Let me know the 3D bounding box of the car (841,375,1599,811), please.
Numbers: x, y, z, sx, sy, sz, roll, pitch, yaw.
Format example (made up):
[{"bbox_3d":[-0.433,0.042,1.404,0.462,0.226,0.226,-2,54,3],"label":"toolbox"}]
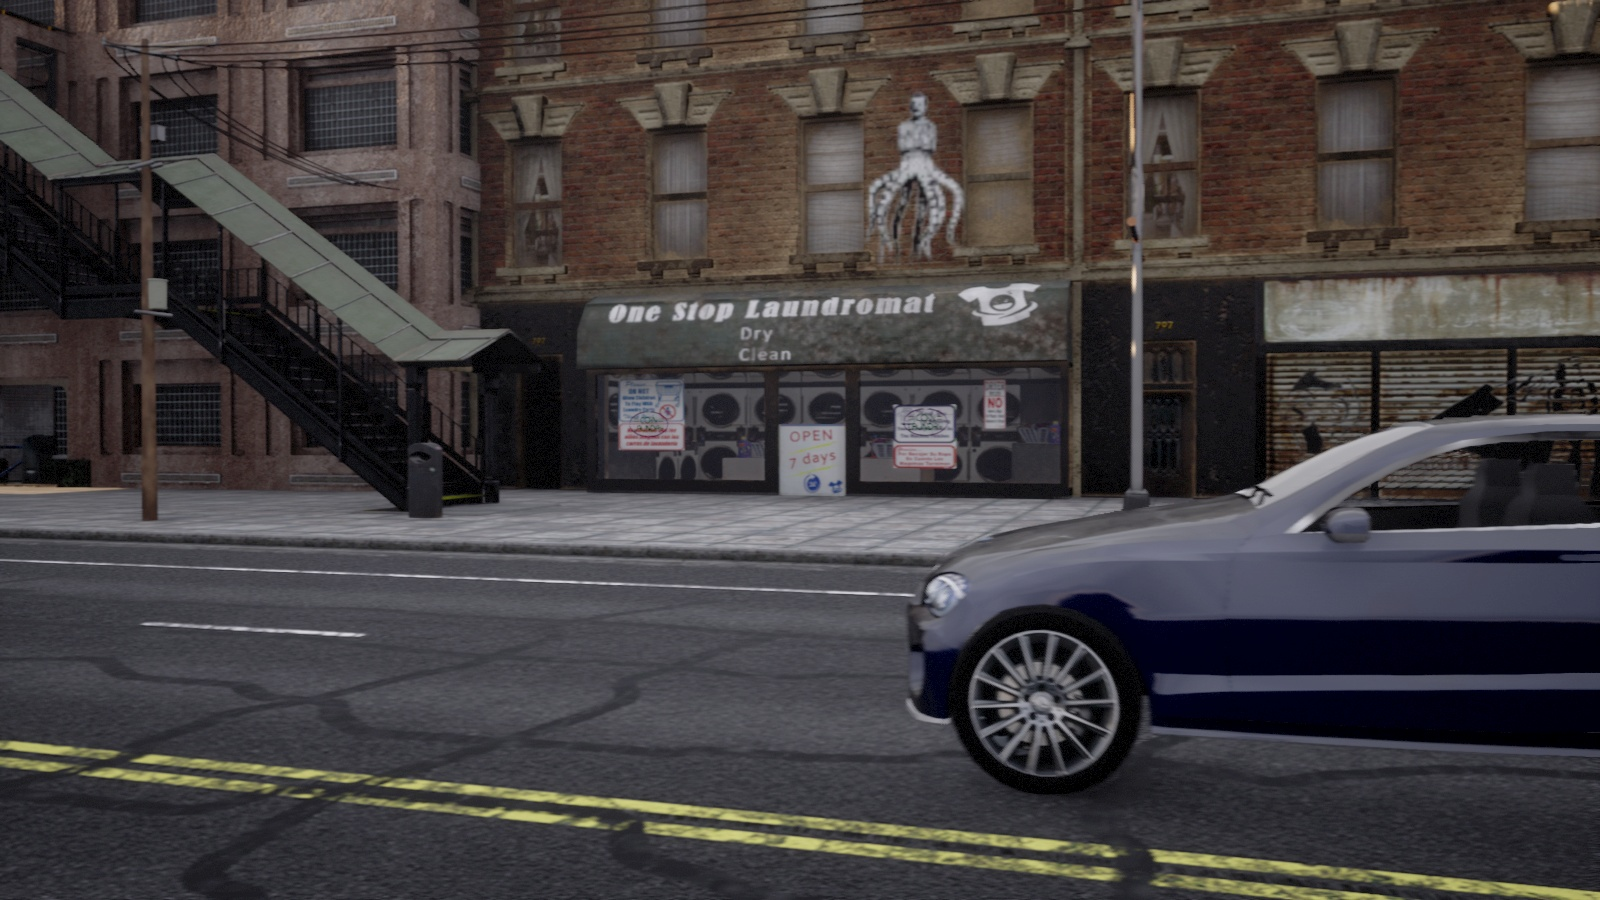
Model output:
[{"bbox_3d":[2.896,0.524,5.912,5.027,1.651,2.152,1,1,16],"label":"car"}]
